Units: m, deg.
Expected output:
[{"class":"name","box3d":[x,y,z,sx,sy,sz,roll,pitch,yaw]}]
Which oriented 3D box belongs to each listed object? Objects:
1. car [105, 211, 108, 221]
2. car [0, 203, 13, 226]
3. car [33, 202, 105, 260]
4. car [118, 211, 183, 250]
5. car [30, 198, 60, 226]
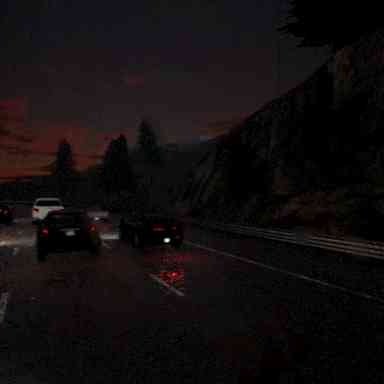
[{"class":"car","box3d":[-8.527,1.832,28.238,1.895,1.301,4.718,0,0,-26]},{"class":"car","box3d":[-14.894,1.627,25.316,2.097,1.767,4.553,0,0,-26]},{"class":"car","box3d":[-5.120,1.470,13.400,2.097,1.767,4.553,0,0,-26]},{"class":"car","box3d":[-2.019,1.605,15.028,1.837,1.490,4.892,0,0,-26]},{"class":"car","box3d":[-11.376,1.471,26.102,2.150,2.045,5.566,0,0,-26]}]
